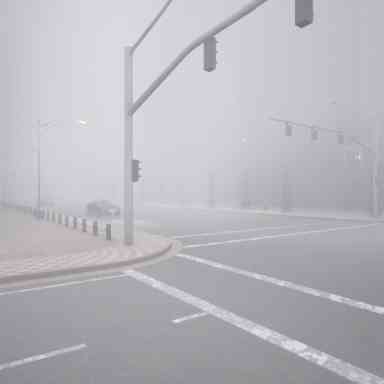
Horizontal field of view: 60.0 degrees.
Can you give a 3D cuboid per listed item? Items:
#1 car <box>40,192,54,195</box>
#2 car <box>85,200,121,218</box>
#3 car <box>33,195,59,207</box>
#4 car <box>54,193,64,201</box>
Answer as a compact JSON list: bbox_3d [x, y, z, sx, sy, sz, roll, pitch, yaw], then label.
[{"bbox_3d":[-37.239,1.166,84.037,2.150,2.045,5.566,0,0,-35],"label":"car"},{"bbox_3d":[-7.858,1.435,29.168,2.128,1.511,4.902,0,0,-35],"label":"car"},{"bbox_3d":[-21.878,1.492,49.549,2.033,1.411,5.357,0,0,-34],"label":"car"},{"bbox_3d":[-34.582,1.465,86.348,1.812,1.442,4.674,0,0,-35],"label":"car"}]
